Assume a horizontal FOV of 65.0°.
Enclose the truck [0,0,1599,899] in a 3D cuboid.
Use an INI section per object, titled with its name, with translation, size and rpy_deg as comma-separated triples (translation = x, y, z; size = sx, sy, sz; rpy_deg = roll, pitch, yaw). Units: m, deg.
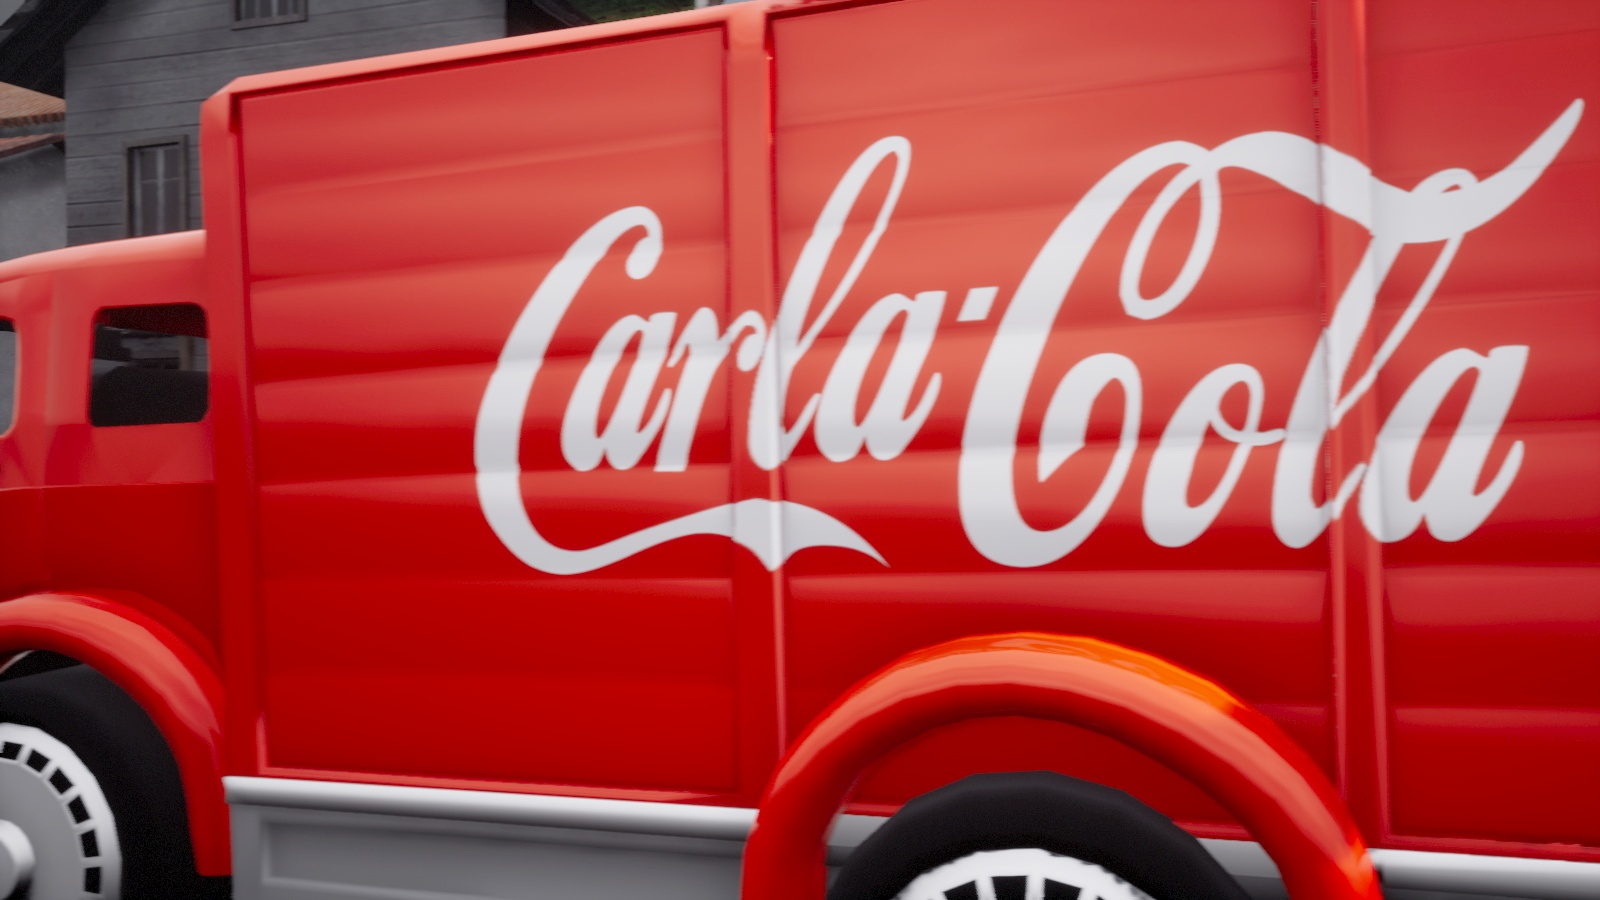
[truck]
translation = -0.394, 0.246, 3.839
size = 5.204, 2.467, 2.627
rpy_deg = -2, 0, 18
